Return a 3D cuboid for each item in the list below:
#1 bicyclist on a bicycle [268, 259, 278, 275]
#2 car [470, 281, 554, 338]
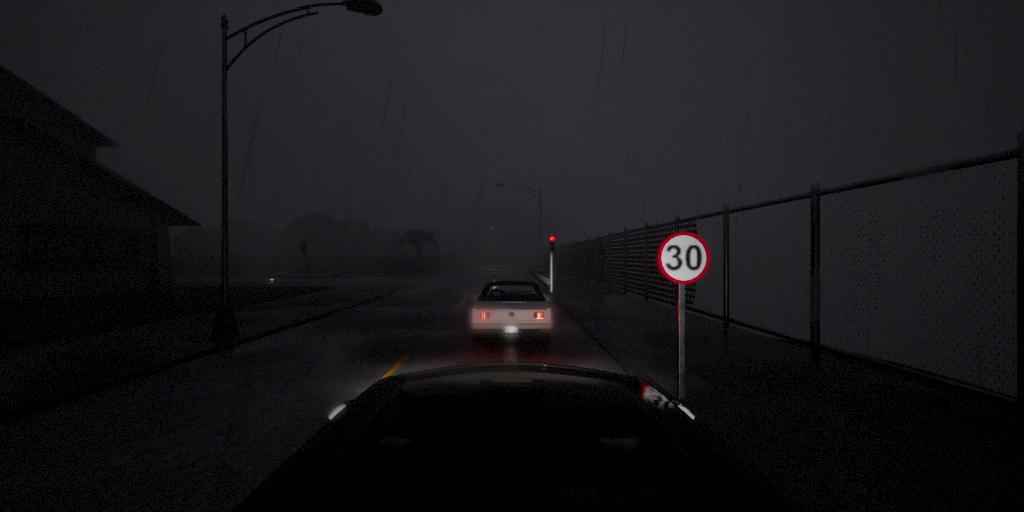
[{"bbox_3d":[-24.322,1.099,36.495,0.582,1.620,1.656,0,0,0],"label":"bicyclist on a bicycle"},{"bbox_3d":[-0.002,1.351,10.186,1.895,1.301,4.718,0,0,0],"label":"car"}]
